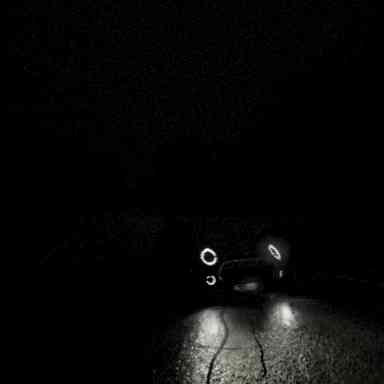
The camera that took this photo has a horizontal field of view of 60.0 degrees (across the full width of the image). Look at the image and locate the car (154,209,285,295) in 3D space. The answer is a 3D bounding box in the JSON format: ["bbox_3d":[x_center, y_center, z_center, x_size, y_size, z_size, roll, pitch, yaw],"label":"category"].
[{"bbox_3d":[0.446,1.326,8.867,2.097,1.767,4.553,0,0,-20],"label":"car"}]
